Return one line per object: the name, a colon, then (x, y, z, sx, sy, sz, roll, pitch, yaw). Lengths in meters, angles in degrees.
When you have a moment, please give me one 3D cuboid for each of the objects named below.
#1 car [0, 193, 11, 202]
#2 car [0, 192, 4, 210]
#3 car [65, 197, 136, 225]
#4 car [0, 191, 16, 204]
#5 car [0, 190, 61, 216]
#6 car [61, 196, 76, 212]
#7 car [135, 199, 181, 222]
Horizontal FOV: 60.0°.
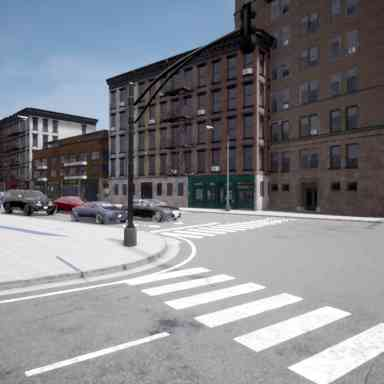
car: (-33.169, 0.897, 57.589, 4.674, 1.442, 1.812, 1, 0, 43)
car: (-21.149, 0.876, 33.850, 4.553, 1.767, 2.097, 1, 0, 40)
car: (-6.030, 1.280, 21.719, 4.181, 1.385, 1.994, 1, 0, 37)
car: (-27.611, 0.785, 48.214, 4.553, 1.767, 2.097, 1, 0, 41)
car: (-13.540, 0.839, 27.610, 5.566, 2.045, 2.150, 1, 0, 39)
car: (-10.399, 1.124, 29.266, 5.008, 1.535, 1.882, 1, 0, 39)
car: (-2.948, 1.238, 23.445, 4.902, 1.511, 2.128, 1, 0, 38)
